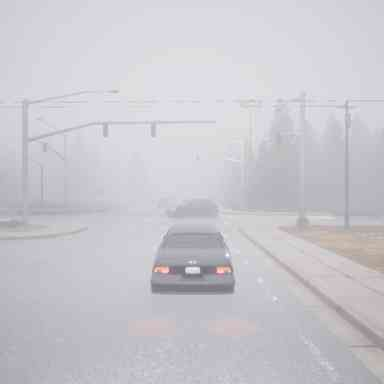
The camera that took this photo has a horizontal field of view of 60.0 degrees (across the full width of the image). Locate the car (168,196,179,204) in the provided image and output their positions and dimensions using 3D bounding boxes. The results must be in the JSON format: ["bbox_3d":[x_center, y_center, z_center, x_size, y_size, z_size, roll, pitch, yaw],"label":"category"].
[{"bbox_3d":[-3.562,1.495,64.552,1.837,1.490,4.892,0,0,1],"label":"car"}]

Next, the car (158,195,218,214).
[{"bbox_3d":[-0.108,1.359,27.874,4.553,1.767,2.097,0,0,-27],"label":"car"}]

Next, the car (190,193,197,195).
[{"bbox_3d":[0.414,1.213,80.395,2.150,2.045,5.566,0,0,2],"label":"car"}]

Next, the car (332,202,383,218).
[{"bbox_3d":[14.691,1.585,29.555,4.181,1.385,1.994,0,0,1],"label":"car"}]

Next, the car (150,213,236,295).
[{"bbox_3d":[0.035,1.543,8.896,2.033,1.411,5.357,0,0,1],"label":"car"}]

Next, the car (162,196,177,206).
[{"bbox_3d":[-3.665,1.483,54.674,2.128,1.511,4.902,0,0,0],"label":"car"}]
